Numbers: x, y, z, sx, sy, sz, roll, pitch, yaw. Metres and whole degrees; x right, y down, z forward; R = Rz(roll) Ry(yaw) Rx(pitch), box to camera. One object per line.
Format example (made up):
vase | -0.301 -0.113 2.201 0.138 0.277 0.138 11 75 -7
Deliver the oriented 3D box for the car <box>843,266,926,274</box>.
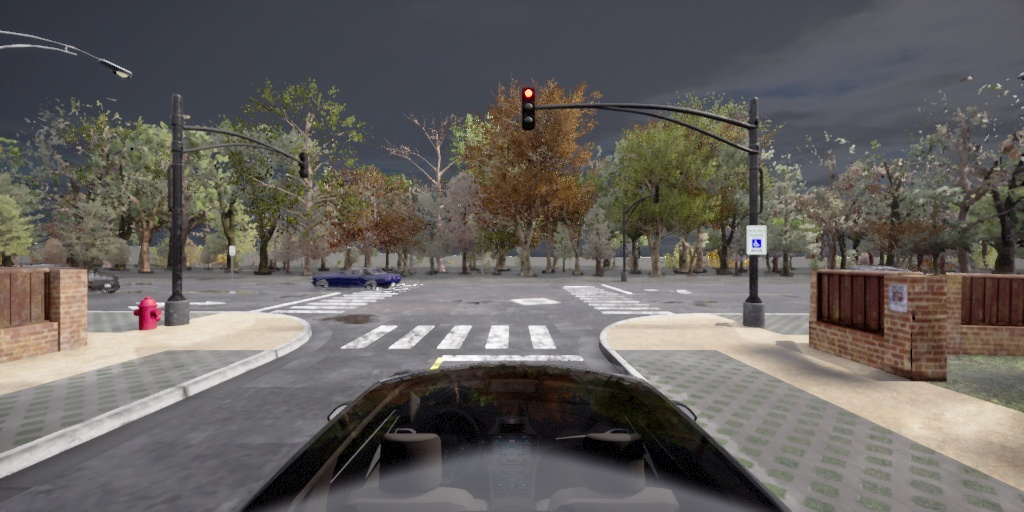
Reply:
car | 20.427 1.319 20.806 4.902 1.511 2.128 0 0 0

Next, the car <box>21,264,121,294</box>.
car | -21.991 1.145 17.292 5.008 1.535 1.882 0 0 0

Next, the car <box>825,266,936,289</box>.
car | 24.569 1.392 24.062 5.357 1.411 2.033 0 0 0

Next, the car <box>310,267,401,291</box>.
car | -9.088 1.322 20.923 4.718 1.301 1.895 0 0 6
